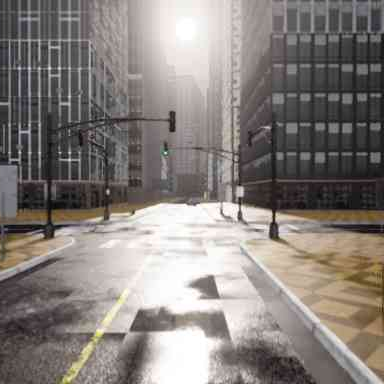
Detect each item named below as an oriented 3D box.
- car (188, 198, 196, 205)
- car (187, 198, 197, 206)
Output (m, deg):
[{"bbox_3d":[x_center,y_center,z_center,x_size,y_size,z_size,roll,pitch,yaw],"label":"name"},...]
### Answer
[{"bbox_3d":[-0.050,2.107,75.601,1.812,1.442,4.674,0,-1,0],"label":"car"},{"bbox_3d":[-0.044,2.112,65.613,1.895,1.301,4.718,0,0,0],"label":"car"}]
